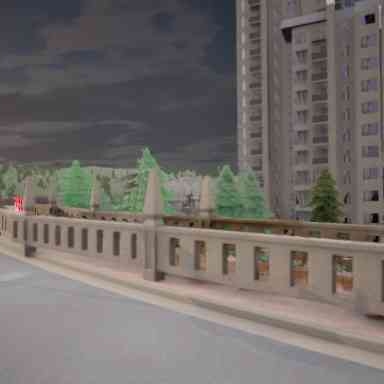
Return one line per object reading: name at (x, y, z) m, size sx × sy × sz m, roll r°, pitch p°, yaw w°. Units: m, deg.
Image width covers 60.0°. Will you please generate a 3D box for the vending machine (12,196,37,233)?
vending machine at (-9.818, 1.284, 19.511) m, size 1.100 × 2.100 × 0.880 m, roll -1°, pitch 0°, yaw -39°
